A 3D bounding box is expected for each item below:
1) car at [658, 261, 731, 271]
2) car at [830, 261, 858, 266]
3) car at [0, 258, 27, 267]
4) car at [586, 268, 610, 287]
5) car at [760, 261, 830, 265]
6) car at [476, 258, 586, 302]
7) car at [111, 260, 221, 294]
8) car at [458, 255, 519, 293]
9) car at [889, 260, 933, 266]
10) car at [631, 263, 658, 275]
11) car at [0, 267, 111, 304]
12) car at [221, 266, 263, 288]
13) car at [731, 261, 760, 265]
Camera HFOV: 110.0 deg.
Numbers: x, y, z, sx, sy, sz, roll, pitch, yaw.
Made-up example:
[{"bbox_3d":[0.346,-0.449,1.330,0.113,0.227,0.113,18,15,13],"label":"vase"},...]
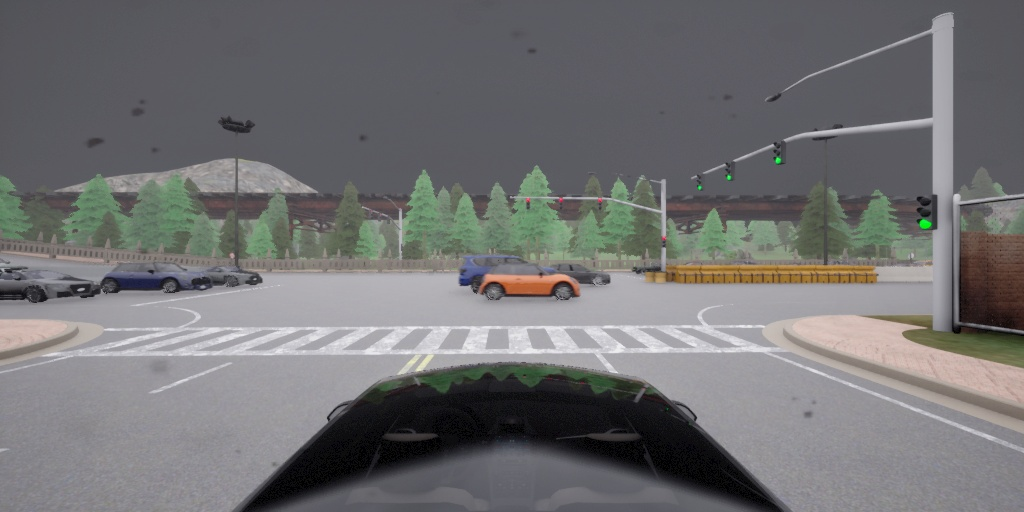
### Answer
[{"bbox_3d":[15.873,1.228,31.276,5.008,1.535,1.882,0,0,-2],"label":"car"},{"bbox_3d":[34.696,1.242,38.866,4.902,1.511,2.128,0,0,-2],"label":"car"},{"bbox_3d":[-33.996,0.825,22.515,5.566,2.045,2.150,2,0,-2],"label":"car"},{"bbox_3d":[3.999,1.255,23.700,4.892,1.490,1.837,0,0,-2],"label":"car"},{"bbox_3d":[24.863,1.314,31.559,4.181,1.385,1.994,0,0,-2],"label":"car"},{"bbox_3d":[0.793,1.102,16.597,4.553,1.767,2.097,0,0,-2],"label":"car"},{"bbox_3d":[-19.096,1.100,19.474,4.553,1.767,2.097,0,0,-2],"label":"car"},{"bbox_3d":[-0.228,0.971,20.066,5.566,2.045,2.150,0,0,-2],"label":"car"},{"bbox_3d":[34.808,1.314,31.865,4.181,1.385,1.994,0,0,-2],"label":"car"},{"bbox_3d":[15.287,1.351,38.261,4.718,1.301,1.895,0,0,-2],"label":"car"},{"bbox_3d":[-21.156,1.312,15.897,4.181,1.385,1.994,0,0,-1],"label":"car"},{"bbox_3d":[-18.535,1.310,22.993,4.181,1.385,1.994,0,0,-2],"label":"car"},{"bbox_3d":[24.540,1.241,38.552,4.902,1.511,2.128,0,0,-2],"label":"car"}]
